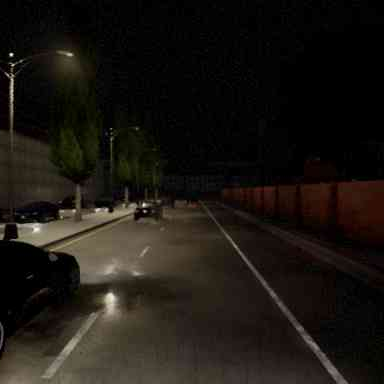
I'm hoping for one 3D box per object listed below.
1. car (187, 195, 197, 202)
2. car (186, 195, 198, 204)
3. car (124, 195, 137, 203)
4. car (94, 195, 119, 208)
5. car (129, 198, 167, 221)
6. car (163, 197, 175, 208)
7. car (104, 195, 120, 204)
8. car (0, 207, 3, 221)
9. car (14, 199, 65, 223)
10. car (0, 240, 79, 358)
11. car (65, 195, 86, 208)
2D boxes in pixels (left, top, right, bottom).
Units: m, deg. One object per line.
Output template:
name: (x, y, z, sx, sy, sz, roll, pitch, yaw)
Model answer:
car: (0.000, 1.291, 67.763, 1.812, 1.442, 4.674, 0, 0, 0)
car: (0.000, 1.319, 57.504, 1.837, 1.490, 4.892, 0, 0, 0)
car: (-11.500, 1.298, 62.400, 1.837, 1.490, 4.892, 0, 0, 0)
car: (-11.583, 1.402, 44.879, 2.033, 1.411, 5.357, 0, 0, 0)
car: (-3.400, 1.461, 26.607, 2.033, 1.411, 5.357, 0, 0, 0)
car: (-3.400, 1.397, 46.337, 2.033, 1.411, 5.357, 0, 0, 0)
car: (-15.000, 1.338, 62.398, 1.837, 1.490, 4.892, 0, 0, 0)
car: (-15.099, 1.450, 23.238, 1.812, 1.442, 4.674, 0, 0, 0)
car: (-11.598, 1.444, 25.153, 1.812, 1.442, 4.674, 0, 0, 0)
car: (-3.399, 1.507, 5.471, 1.812, 1.442, 4.674, 0, 0, 0)
car: (-15.086, 1.215, 42.190, 2.097, 1.767, 4.553, 0, 0, 0)
